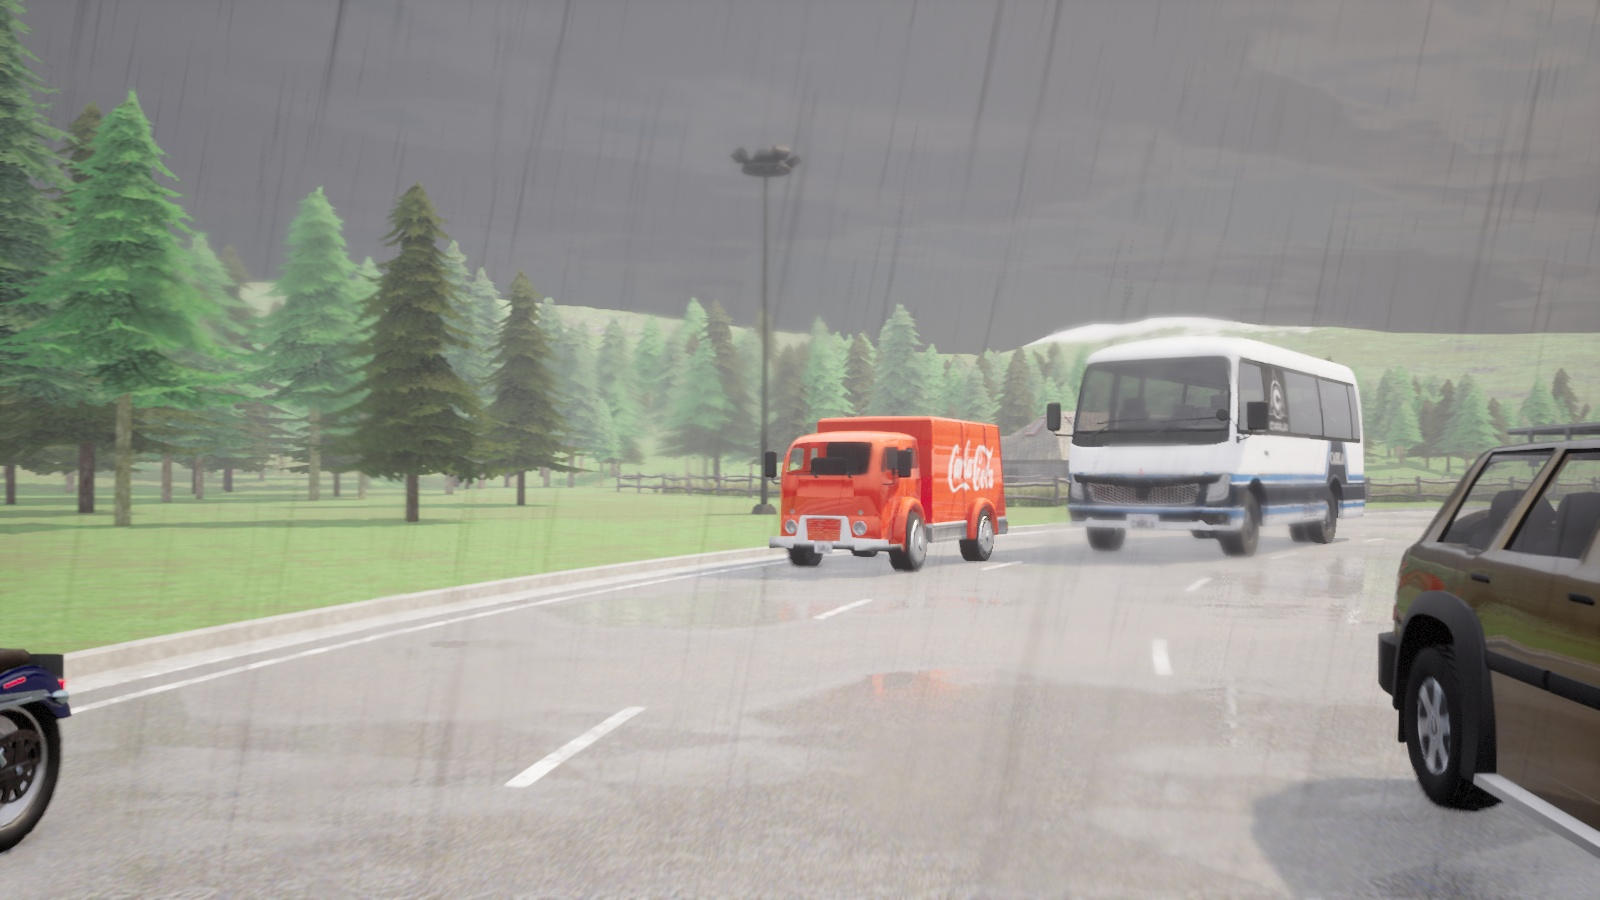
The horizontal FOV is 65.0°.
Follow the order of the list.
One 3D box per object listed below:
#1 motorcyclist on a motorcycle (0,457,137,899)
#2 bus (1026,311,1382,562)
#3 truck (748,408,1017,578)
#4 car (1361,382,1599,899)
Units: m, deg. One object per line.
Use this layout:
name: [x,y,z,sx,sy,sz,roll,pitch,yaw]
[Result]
motorcyclist on a motorcycle: [-3.340,0.845,4.223,0.766,1.649,2.350,0,-1,6]
bus: [8.943,-0.143,26.555,3.944,4.253,10.273,-1,-1,37]
truck: [1.566,0.679,21.226,2.627,2.467,5.204,-1,-1,28]
car: [3.698,0.694,4.367,1.932,1.855,4.605,-1,-1,7]
